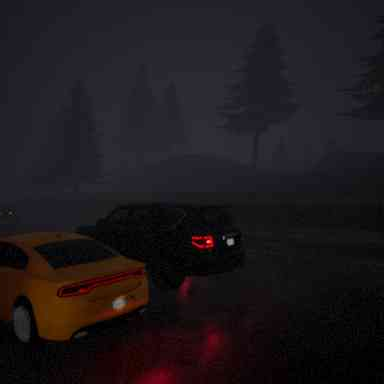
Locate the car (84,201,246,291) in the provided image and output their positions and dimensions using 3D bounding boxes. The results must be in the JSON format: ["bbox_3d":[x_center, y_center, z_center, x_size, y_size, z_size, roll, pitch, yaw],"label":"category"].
[{"bbox_3d":[-1.195,1.282,9.457,5.566,2.045,2.150,-1,0,38],"label":"car"}]

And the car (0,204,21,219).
[{"bbox_3d":[-16.389,1.788,28.923,2.033,1.411,5.357,0,0,-41],"label":"car"}]

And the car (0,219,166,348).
[{"bbox_3d":[-3.034,1.529,6.480,5.008,1.535,1.882,-1,0,38],"label":"car"}]

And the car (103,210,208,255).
[{"bbox_3d":[-1.721,1.618,14.447,4.674,1.442,1.812,-1,0,40],"label":"car"}]
